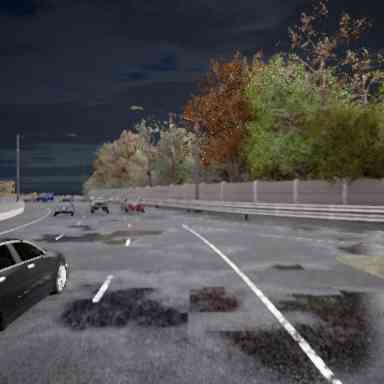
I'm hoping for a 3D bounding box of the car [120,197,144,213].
[{"bbox_3d":[-6.783,1.386,37.505,2.097,1.767,4.553,0,0,-19],"label":"car"}]

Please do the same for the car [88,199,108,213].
[{"bbox_3d":[-10.717,1.560,38.088,1.837,1.490,4.892,0,0,-21],"label":"car"}]

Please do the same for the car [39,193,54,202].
[{"bbox_3d":[-32.482,1.214,73.600,2.150,2.045,5.566,0,0,-45],"label":"car"}]

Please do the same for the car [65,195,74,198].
[{"bbox_3d":[-27.973,1.487,75.662,1.812,1.442,4.674,0,0,-29],"label":"car"}]

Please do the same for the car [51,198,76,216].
[{"bbox_3d":[-12.730,1.615,33.392,2.033,1.411,5.357,0,0,-18],"label":"car"}]

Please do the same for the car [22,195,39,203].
[{"bbox_3d":[-35.051,1.527,71.226,1.812,1.442,4.674,0,0,-45],"label":"car"}]

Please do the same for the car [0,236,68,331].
[{"bbox_3d":[-3.723,1.525,5.829,1.837,1.490,4.892,0,0,-2],"label":"car"}]
